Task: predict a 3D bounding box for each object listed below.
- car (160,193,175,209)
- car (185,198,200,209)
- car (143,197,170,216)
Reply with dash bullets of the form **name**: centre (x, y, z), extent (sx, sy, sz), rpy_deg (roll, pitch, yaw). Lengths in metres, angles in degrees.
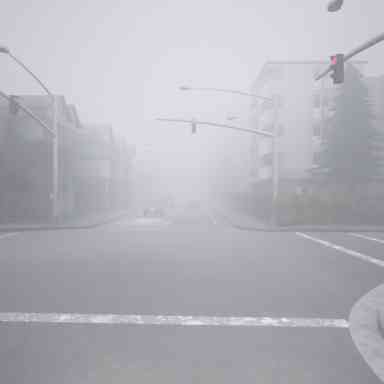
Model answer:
- **car**: centre (-3.542, 1.223, 46.535), extent (2.150, 2.045, 5.566), rpy_deg (0, 0, 0)
- **car**: centre (0.119, 1.526, 45.537), extent (1.812, 1.442, 4.674), rpy_deg (0, 0, 0)
- **car**: centre (-3.581, 1.491, 32.388), extent (2.128, 1.511, 4.902), rpy_deg (0, 0, 0)
